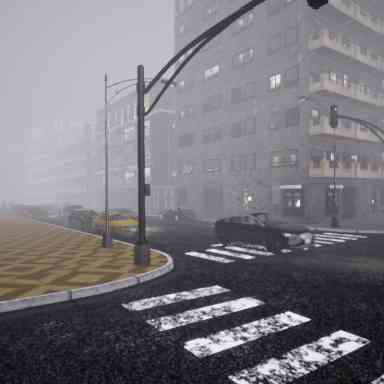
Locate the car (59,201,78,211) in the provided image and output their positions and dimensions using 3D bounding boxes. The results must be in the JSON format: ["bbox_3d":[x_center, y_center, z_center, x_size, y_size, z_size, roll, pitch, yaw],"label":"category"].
[{"bbox_3d":[-21.534,2.366,57.775,1.967,1.590,4.097,-2,0,-36],"label":"car"}]

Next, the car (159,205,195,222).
[{"bbox_3d":[-1.455,1.915,30.430,2.008,1.369,4.403,-2,0,-36],"label":"car"}]

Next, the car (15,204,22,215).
[{"bbox_3d":[-21.592,2.392,43.700,1.802,1.307,4.206,-2,0,-36],"label":"car"}]

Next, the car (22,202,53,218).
[{"bbox_3d":[-18.247,2.262,39.142,1.887,1.381,4.507,-2,0,-36],"label":"car"}]

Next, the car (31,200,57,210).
[{"bbox_3d":[-21.664,2.251,48.361,1.895,1.301,4.718,-1,-1,-36],"label":"car"}]

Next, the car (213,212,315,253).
[{"bbox_3d":[2.964,1.653,14.646,2.128,1.511,4.902,-1,-1,-36],"label":"car"}]

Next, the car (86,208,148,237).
[{"bbox_3d":[-4.764,1.865,20.776,1.752,1.417,4.829,-2,0,-36],"label":"car"}]

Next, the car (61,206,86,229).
[{"bbox_3d":[-8.209,2.002,25.470,1.947,1.339,4.313,-2,0,-36],"label":"car"}]

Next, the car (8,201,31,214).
[{"bbox_3d":[-24.939,2.449,48.257,1.887,1.381,4.507,-2,0,-36],"label":"car"}]

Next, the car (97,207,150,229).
[{"bbox_3d":[-5.479,1.944,26.149,2.033,1.411,5.357,-1,-1,-36],"label":"car"}]

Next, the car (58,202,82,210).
[{"bbox_3d":[-12.596,2.101,35.858,1.837,1.490,4.892,-1,-1,-36],"label":"car"}]

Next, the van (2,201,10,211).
[{"bbox_3d":[-31.636,2.433,57.373,1.690,1.788,3.998,-2,0,-36],"label":"van"}]

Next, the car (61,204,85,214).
[{"bbox_3d":[-16.997,2.364,47.245,1.895,1.301,4.718,-1,-1,-36],"label":"car"}]
